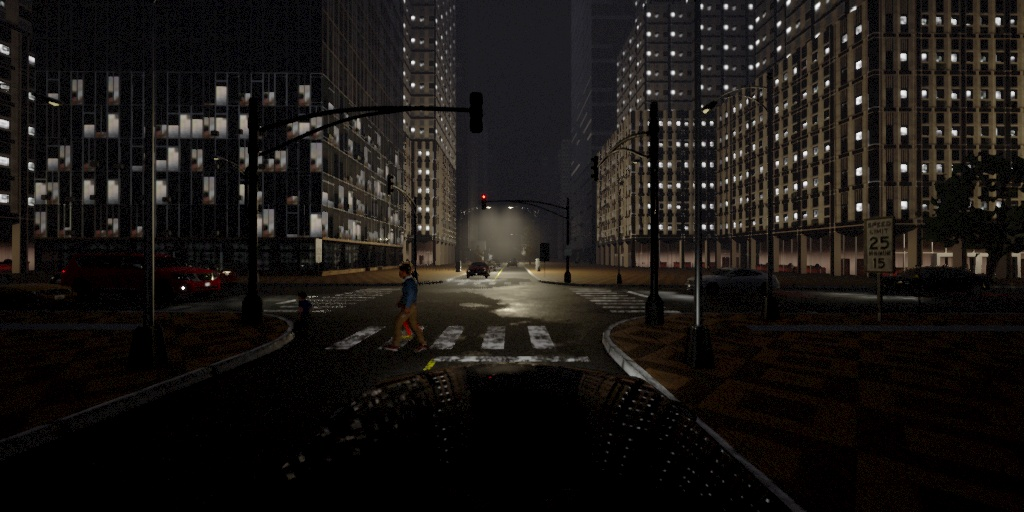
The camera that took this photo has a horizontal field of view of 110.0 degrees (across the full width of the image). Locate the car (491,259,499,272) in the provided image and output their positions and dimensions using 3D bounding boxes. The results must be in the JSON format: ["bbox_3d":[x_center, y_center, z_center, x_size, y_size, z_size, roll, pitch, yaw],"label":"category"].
[{"bbox_3d":[-3.046,1.251,46.956,1.837,1.490,4.892,0,0,0],"label":"car"}]

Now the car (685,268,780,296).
[{"bbox_3d":[11.892,1.344,19.437,4.674,1.442,1.812,0,0,-2],"label":"car"}]

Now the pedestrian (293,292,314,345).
[{"bbox_3d":[-4.611,1.324,7.973,0.375,1.300,0.375,0,0,0],"label":"pedestrian"}]

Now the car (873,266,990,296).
[{"bbox_3d":[22.757,1.344,19.579,5.008,1.535,1.882,0,0,-1],"label":"car"}]

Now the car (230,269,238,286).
[{"bbox_3d":[-19.190,1.111,21.654,4.097,1.591,1.967,0,0,-1],"label":"car"}]

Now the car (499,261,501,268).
[{"bbox_3d":[-2.998,1.267,62.003,1.812,1.442,4.674,0,0,1],"label":"car"}]

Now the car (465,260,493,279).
[{"bbox_3d":[-3.063,1.274,33.297,1.812,1.442,4.674,0,0,0],"label":"car"}]

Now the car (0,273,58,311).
[{"bbox_3d":[-18.888,1.165,13.018,4.829,1.417,1.751,0,0,-1],"label":"car"}]

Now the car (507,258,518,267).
[{"bbox_3d":[0.061,1.289,63.432,2.033,1.411,5.357,0,0,0],"label":"car"}]

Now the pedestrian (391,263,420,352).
[{"bbox_3d":[-2.183,1.044,7.371,0.375,1.860,0.375,0,0,0],"label":"pedestrian"}]

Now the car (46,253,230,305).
[{"bbox_3d":[-16.195,0.888,15.782,5.566,2.045,2.150,0,0,-1],"label":"car"}]
